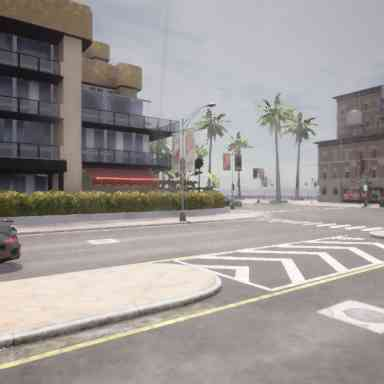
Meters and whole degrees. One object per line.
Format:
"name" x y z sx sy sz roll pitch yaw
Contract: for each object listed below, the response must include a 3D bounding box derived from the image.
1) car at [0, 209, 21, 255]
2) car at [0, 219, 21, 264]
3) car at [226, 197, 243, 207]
"car" -8.930 1.492 11.751 4.902 1.511 2.128 0 0 -35
"car" -7.115 1.526 8.738 4.674 1.442 1.812 0 0 -37
"car" 5.739 1.498 51.571 1.837 1.490 4.892 0 0 -35
